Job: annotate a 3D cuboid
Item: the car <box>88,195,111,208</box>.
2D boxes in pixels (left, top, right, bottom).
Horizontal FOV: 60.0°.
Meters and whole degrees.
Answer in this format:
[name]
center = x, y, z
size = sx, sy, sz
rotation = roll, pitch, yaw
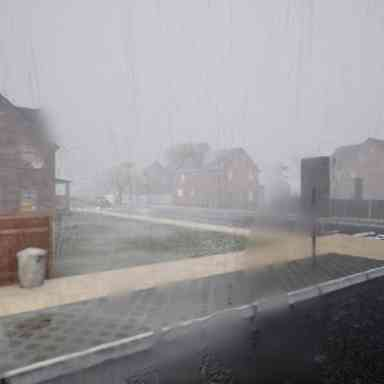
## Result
[car]
center = -13.022, 1.280, 46.757
size = 2.097, 1.767, 4.553
rotation = 0, 0, -35
